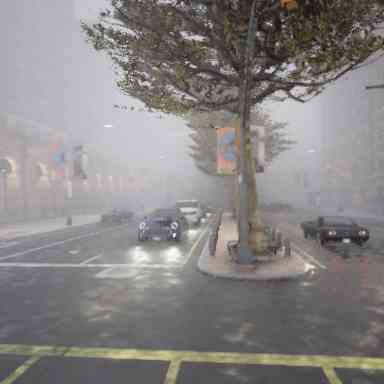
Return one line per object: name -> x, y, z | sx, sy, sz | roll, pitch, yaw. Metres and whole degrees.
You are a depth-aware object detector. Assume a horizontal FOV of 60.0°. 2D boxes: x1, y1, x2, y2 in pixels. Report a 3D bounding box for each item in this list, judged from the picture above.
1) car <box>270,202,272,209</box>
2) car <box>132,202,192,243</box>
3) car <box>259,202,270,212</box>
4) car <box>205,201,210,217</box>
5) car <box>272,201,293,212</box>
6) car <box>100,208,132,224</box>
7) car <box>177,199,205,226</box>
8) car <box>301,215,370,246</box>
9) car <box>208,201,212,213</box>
car -> 14.460, 2.303, 57.741 | 1.994, 1.385, 4.181 | -1, -1, 6
car -> -1.425, 1.648, 17.973 | 2.097, 1.767, 4.553 | -1, -1, 6
car -> 10.056, 2.183, 49.406 | 1.812, 1.442, 4.674 | -1, -1, 6
car -> 0.654, 2.097, 37.425 | 1.812, 1.442, 4.674 | -1, -1, 6
car -> 13.536, 2.093, 49.039 | 1.882, 1.535, 5.008 | -1, -1, 6
car -> -6.766, 2.139, 30.627 | 1.895, 1.301, 4.718 | -1, -1, 6
car -> -0.399, 1.654, 27.638 | 2.150, 2.045, 5.566 | -1, -1, 6
car -> 6.696, 1.785, 16.168 | 1.895, 1.301, 4.718 | -1, -1, 5
car -> 1.810, 2.073, 47.988 | 2.097, 1.767, 4.553 | -1, -1, 7
